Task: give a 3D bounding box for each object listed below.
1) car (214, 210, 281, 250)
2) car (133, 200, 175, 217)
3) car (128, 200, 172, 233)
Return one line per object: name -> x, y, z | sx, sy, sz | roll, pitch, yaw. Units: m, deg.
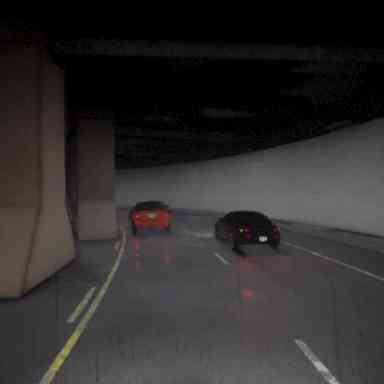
car -> 2.205, 1.495, 14.119 | 1.812, 1.442, 4.674 | 0, 0, -8
car -> -3.801, 1.515, 32.004 | 2.033, 1.411, 5.357 | 0, 0, -30
car -> -2.674, 1.333, 19.968 | 2.097, 1.767, 4.553 | 0, 0, -14
